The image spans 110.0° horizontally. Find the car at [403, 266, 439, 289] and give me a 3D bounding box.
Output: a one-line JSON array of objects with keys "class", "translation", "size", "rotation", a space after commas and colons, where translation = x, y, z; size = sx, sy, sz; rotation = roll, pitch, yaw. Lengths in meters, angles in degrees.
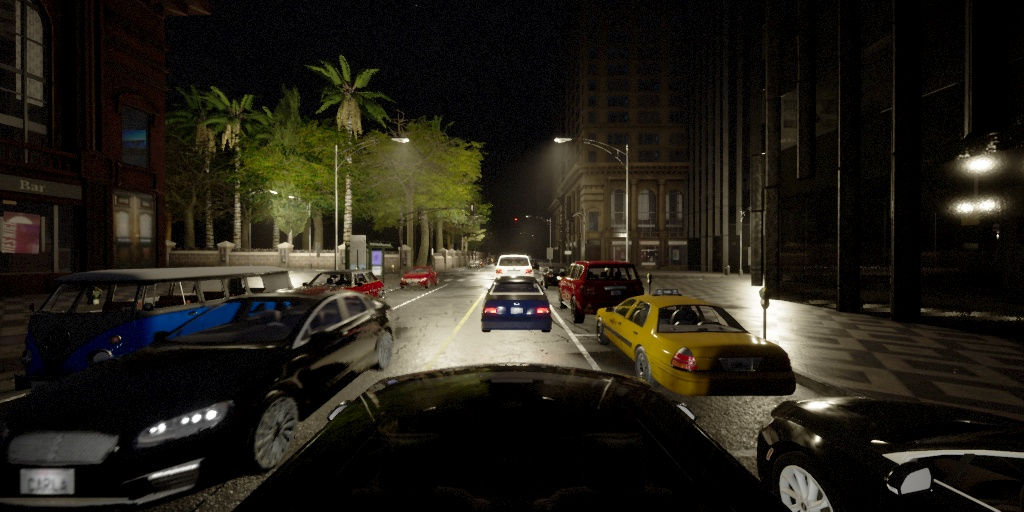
[{"class": "car", "translation": [-5.759, 1.324, 22.778], "size": [1.802, 1.307, 4.207], "rotation": [0, 0, 0]}]

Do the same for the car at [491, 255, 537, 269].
[{"class": "car", "translation": [0.105, 0.965, 21.299], "size": [2.150, 2.045, 5.566], "rotation": [0, 0, 0]}]

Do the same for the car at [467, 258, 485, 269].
[{"class": "car", "translation": [-5.752, 1.269, 54.637], "size": [2.007, 1.370, 4.403], "rotation": [0, 0, 0]}]

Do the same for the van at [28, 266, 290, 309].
[{"class": "van", "translation": [-5.762, 1.090, 6.499], "size": [1.690, 1.789, 3.998], "rotation": [0, 0, 0]}]

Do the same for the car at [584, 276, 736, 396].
[{"class": "car", "translation": [2.763, 1.274, 6.652], "size": [1.751, 1.417, 4.829], "rotation": [0, 0, 0]}]

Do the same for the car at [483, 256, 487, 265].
[{"class": "car", "translation": [-5.750, 1.153, 60.057], "size": [1.967, 1.591, 4.097], "rotation": [0, 0, 0]}]

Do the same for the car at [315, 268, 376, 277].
[{"class": "car", "translation": [-5.761, 1.187, 11.925], "size": [1.967, 1.591, 4.097], "rotation": [0, 0, 0]}]

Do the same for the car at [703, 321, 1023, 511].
[{"class": "car", "translation": [2.762, 1.300, 1.057], "size": [2.007, 1.370, 4.403], "rotation": [0, 0, 0]}]

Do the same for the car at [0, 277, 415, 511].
[{"class": "car", "translation": [-3.095, 1.241, 4.841], "size": [2.128, 1.511, 4.902], "rotation": [0, 0, 0]}]

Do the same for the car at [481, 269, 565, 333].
[{"class": "car", "translation": [0.105, 1.295, 10.728], "size": [2.033, 1.411, 5.357], "rotation": [0, 0, 0]}]

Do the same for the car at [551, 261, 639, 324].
[{"class": "car", "translation": [2.764, 1.062, 11.908], "size": [2.192, 1.841, 5.009], "rotation": [0, 0, 0]}]

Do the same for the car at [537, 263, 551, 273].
[{"class": "car", "translation": [2.767, 1.308, 22.758], "size": [1.948, 1.339, 4.313], "rotation": [0, 0, 0]}]
